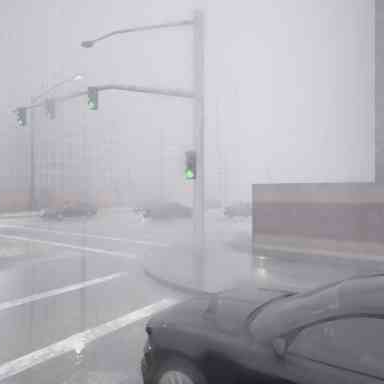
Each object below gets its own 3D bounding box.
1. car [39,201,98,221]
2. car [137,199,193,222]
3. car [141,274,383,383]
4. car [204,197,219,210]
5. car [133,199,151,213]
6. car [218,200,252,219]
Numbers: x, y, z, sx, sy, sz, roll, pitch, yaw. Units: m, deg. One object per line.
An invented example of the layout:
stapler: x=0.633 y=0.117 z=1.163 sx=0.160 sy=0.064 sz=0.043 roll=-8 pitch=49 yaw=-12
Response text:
car: x=-10.099 y=1.492 z=27.428 sx=2.128 sy=1.511 sz=4.902 roll=0 pitch=0 yaw=34
car: x=-1.571 y=1.547 z=26.906 sx=2.033 sy=1.411 sz=5.357 roll=0 pitch=0 yaw=36
car: x=1.741 y=1.478 z=2.764 sx=5.008 sy=1.535 sz=1.882 roll=0 pitch=0 yaw=37
car: x=1.997 y=1.478 z=44.022 sx=1.882 sy=1.535 sz=5.008 roll=0 pitch=0 yaw=36
car: x=-4.172 y=1.505 z=35.566 sx=1.837 sy=1.490 sz=4.892 roll=0 pitch=0 yaw=36
car: x=4.814 y=1.547 z=29.731 sx=2.033 sy=1.411 sz=5.357 roll=0 pitch=0 yaw=36
